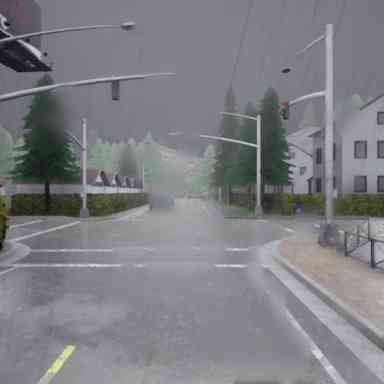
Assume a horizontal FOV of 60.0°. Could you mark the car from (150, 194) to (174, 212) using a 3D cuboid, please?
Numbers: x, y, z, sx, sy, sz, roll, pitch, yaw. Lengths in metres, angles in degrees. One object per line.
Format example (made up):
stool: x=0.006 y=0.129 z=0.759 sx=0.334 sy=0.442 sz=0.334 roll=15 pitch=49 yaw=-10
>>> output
car: x=-3.590 y=1.221 z=38.950 sx=2.150 sy=2.045 sz=5.566 roll=0 pitch=0 yaw=0
